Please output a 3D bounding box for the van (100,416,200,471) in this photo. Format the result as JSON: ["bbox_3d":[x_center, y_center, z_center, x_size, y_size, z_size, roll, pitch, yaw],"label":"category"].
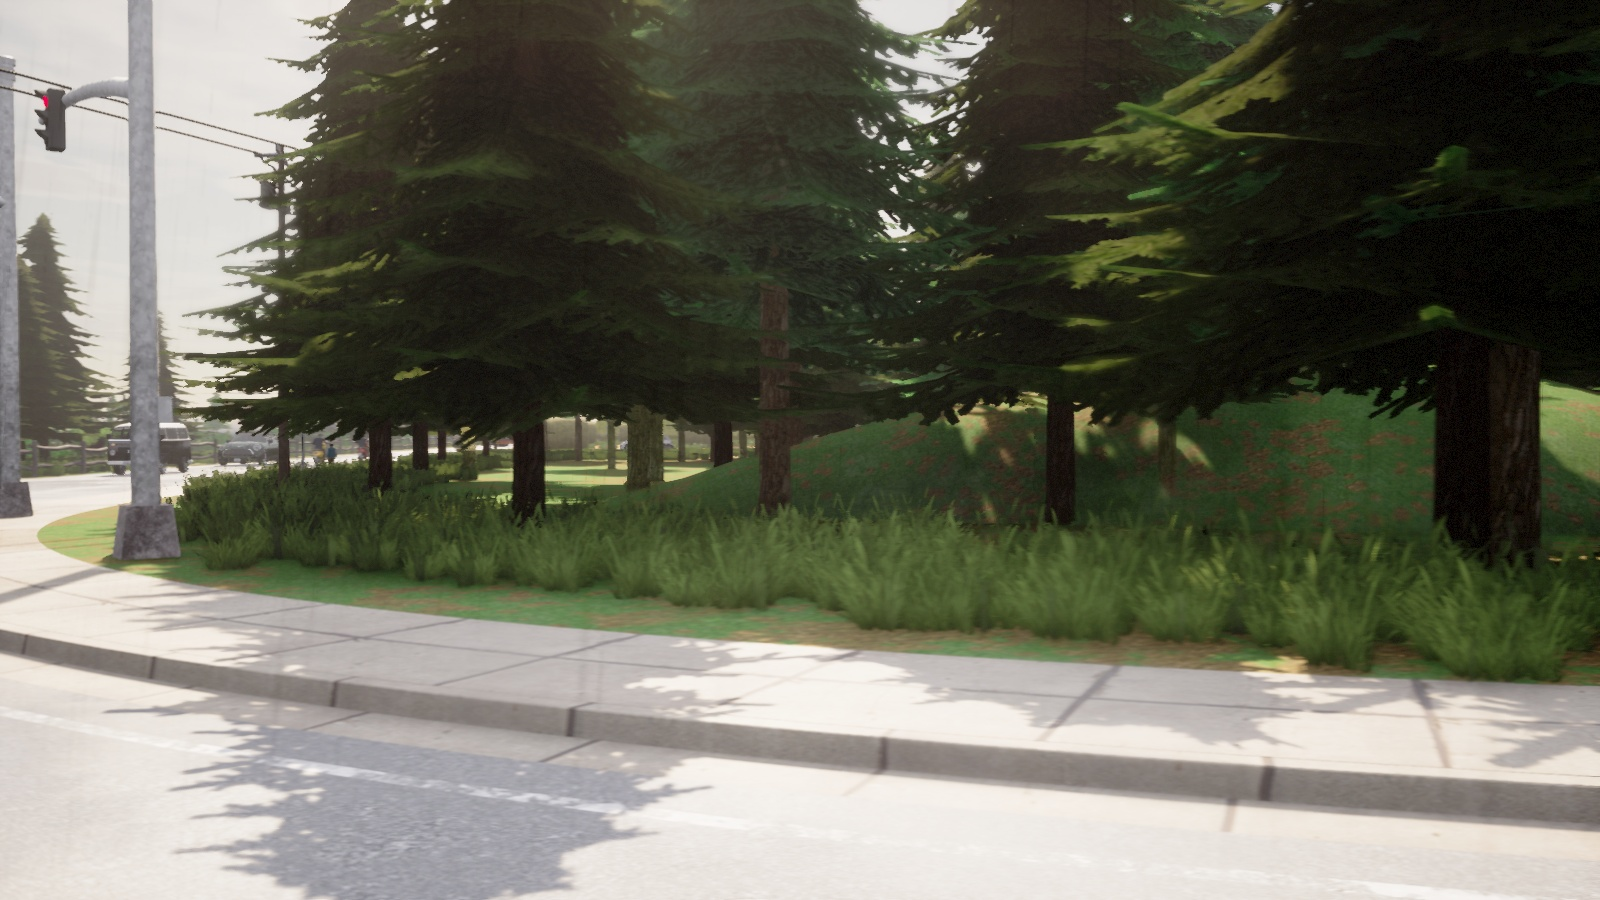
[{"bbox_3d":[-25.214,-0.272,48.895,2.069,2.038,4.480,0,1,-8],"label":"van"}]

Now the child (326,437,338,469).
[{"bbox_3d":[-17.311,0.116,46.474,0.343,1.192,0.448,0,1,-11],"label":"child"}]

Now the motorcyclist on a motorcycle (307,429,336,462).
[{"bbox_3d":[-23.285,-0.221,61.135,0.866,1.590,1.817,0,1,-7],"label":"motorcyclist on a motorcycle"}]

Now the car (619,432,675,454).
[{"bbox_3d":[-10.635,-0.505,87.358,3.806,1.475,1.970,0,1,-9],"label":"car"}]

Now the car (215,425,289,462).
[{"bbox_3d":[-26.872,-0.340,61.737,2.097,1.767,4.553,0,1,-6],"label":"car"}]
